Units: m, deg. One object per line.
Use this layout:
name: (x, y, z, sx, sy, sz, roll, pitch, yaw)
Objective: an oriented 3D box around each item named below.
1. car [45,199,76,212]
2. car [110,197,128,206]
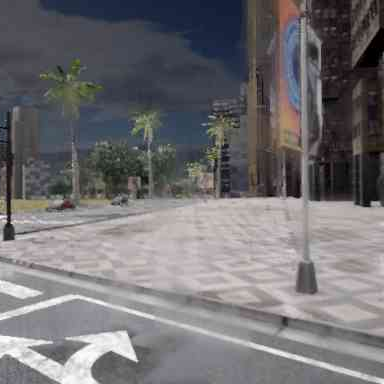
car: (-16.412, 1.682, 41.823, 1.812, 1.442, 4.674, -1, 0, 13)
car: (-12.817, 1.579, 58.588, 1.837, 1.490, 4.892, -1, 0, 11)
